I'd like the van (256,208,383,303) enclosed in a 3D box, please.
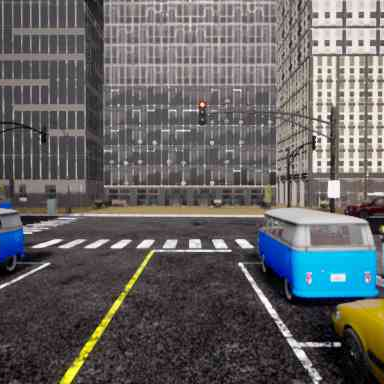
[{"bbox_3d":[2.681,1.338,7.953,1.690,1.788,3.998,-1,0,0],"label":"van"}]

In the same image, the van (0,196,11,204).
[{"bbox_3d":[-17.138,1.197,27.486,3.998,1.788,1.690,0,1,0],"label":"van"}]

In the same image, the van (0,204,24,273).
[{"bbox_3d":[-5.699,1.338,7.986,1.690,1.788,3.998,-1,0,0],"label":"van"}]

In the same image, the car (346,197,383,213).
[{"bbox_3d":[15.252,1.335,27.278,5.009,1.841,2.192,0,1,0],"label":"car"}]

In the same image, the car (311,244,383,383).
[{"bbox_3d":[2.682,1.524,2.521,1.752,1.417,4.829,-1,0,0],"label":"car"}]
